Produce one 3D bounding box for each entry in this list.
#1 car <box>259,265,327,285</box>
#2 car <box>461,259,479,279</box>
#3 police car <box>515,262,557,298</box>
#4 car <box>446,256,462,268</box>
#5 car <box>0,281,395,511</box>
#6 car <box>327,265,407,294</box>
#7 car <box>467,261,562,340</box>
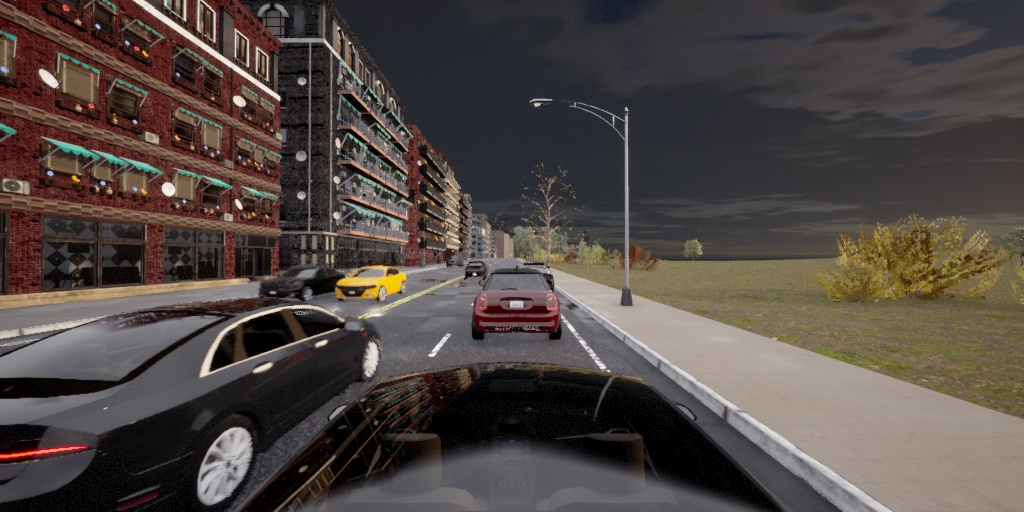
[{"bbox_3d":[-9.818,1.229,17.231,1.882,1.535,5.008,0,0,0],"label":"car"},{"bbox_3d":[-3.086,1.256,32.016,1.837,1.490,4.892,0,0,0],"label":"car"},{"bbox_3d":[1.174,1.177,19.649,1.930,1.638,5.238,0,0,0],"label":"police car"},{"bbox_3d":[-9.697,0.974,60.823,2.150,2.045,5.566,0,0,1],"label":"car"},{"bbox_3d":[-3.147,1.255,4.219,1.837,1.490,4.892,0,0,0],"label":"car"},{"bbox_3d":[-6.568,1.229,17.236,1.882,1.535,5.008,0,0,0],"label":"car"},{"bbox_3d":[0.113,1.103,10.154,2.097,1.767,4.553,0,0,0],"label":"car"}]
